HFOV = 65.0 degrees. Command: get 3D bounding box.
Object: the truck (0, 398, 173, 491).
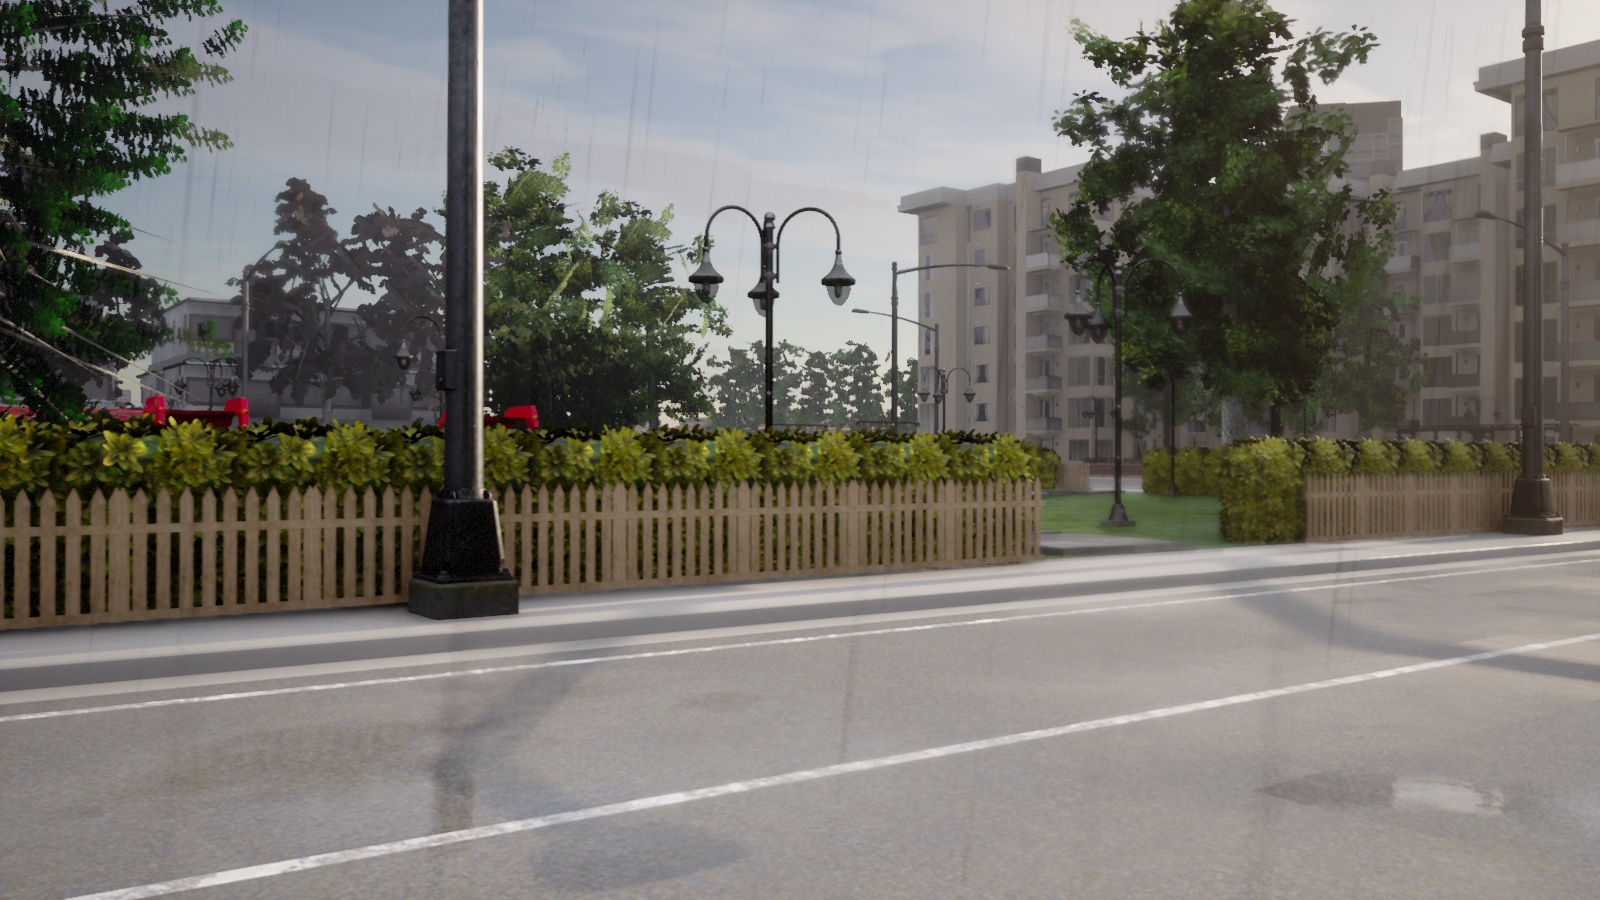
[{"bbox_3d":[-31.908,-0.212,53.923,8.468,3.827,2.891,0,0,-42],"label":"truck"}]
